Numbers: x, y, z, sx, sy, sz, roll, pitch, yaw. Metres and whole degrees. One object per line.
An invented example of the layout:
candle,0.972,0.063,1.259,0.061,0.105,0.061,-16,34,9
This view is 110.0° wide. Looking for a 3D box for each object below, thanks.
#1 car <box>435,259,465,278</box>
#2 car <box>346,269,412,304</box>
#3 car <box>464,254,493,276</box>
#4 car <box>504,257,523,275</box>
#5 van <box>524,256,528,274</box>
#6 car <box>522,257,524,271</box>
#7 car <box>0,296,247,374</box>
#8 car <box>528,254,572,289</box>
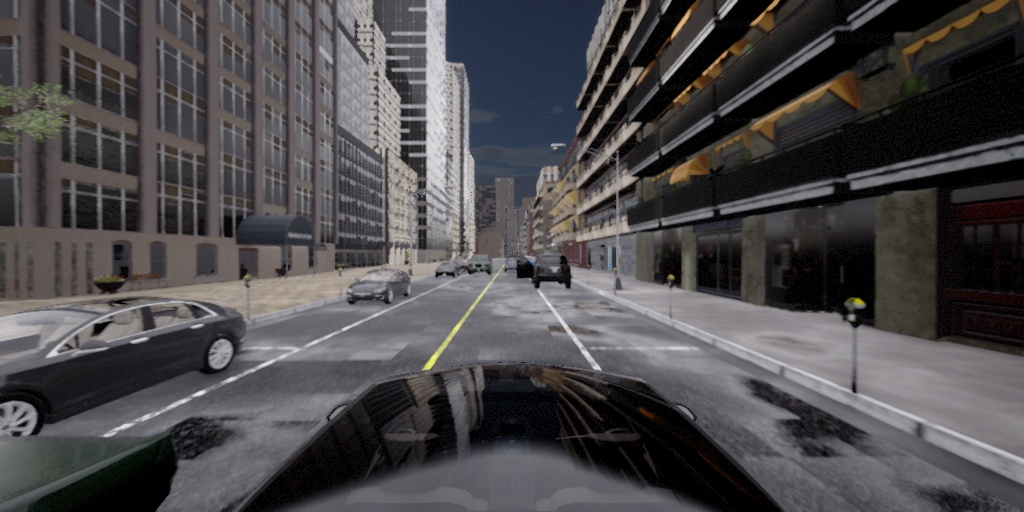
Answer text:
car,-5.699,1.209,32.391,1.948,1.339,4.313,0,0,0
car,-5.695,1.250,15.823,2.007,1.370,4.403,0,0,0
car,-3.103,0.851,35.981,2.150,2.045,5.566,0,1,0
car,0.014,1.159,42.891,2.033,1.411,5.357,0,0,1
van,2.680,0.951,43.438,1.690,1.789,3.998,0,0,0
car,2.677,1.126,54.483,1.888,1.381,4.507,0,0,0
car,-5.692,1.289,4.778,2.007,1.370,4.403,0,0,0
car,2.389,0.896,22.750,2.150,2.045,5.566,0,0,0
